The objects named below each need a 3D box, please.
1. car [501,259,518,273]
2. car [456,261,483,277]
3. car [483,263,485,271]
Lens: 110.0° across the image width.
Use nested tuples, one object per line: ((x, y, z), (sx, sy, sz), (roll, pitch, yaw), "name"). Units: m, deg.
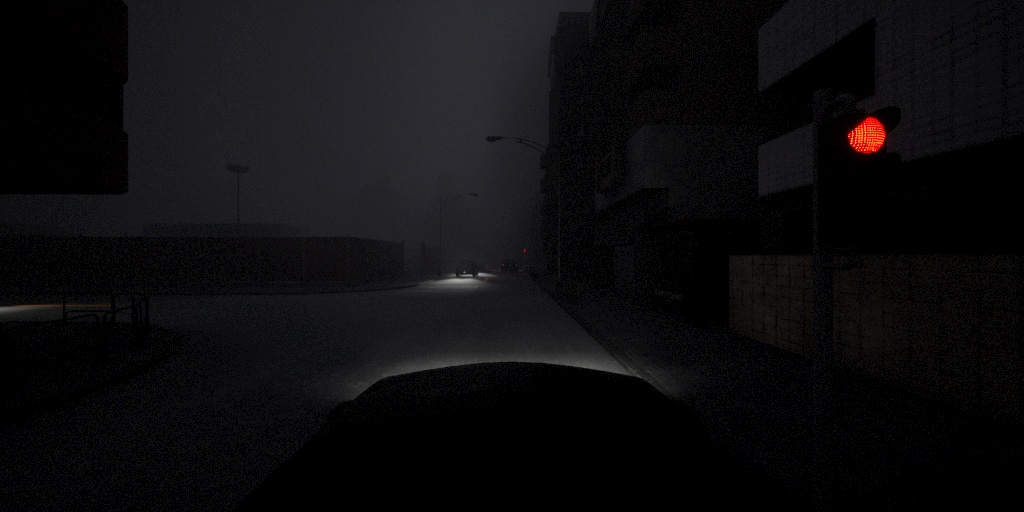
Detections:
((-0.294, 1.102, 44.494), (2.097, 1.767, 4.553), (0, 0, -1), "car")
((-4.409, 1.241, 35.652), (2.128, 1.511, 4.902), (0, 0, 0), "car")
((-4.476, 1.351, 45.766), (1.895, 1.301, 4.718), (0, 0, 0), "car")
